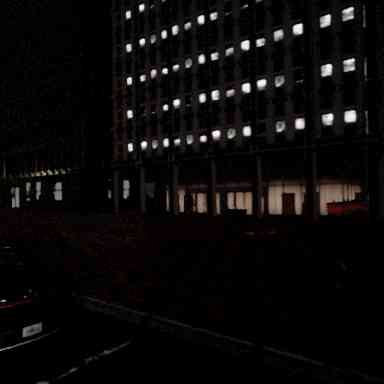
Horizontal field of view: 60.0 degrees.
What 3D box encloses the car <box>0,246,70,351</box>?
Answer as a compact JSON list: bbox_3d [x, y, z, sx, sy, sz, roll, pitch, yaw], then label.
[{"bbox_3d":[-3.871,1.595,5.651,4.403,1.369,2.008,0,-1,36],"label":"car"}]
